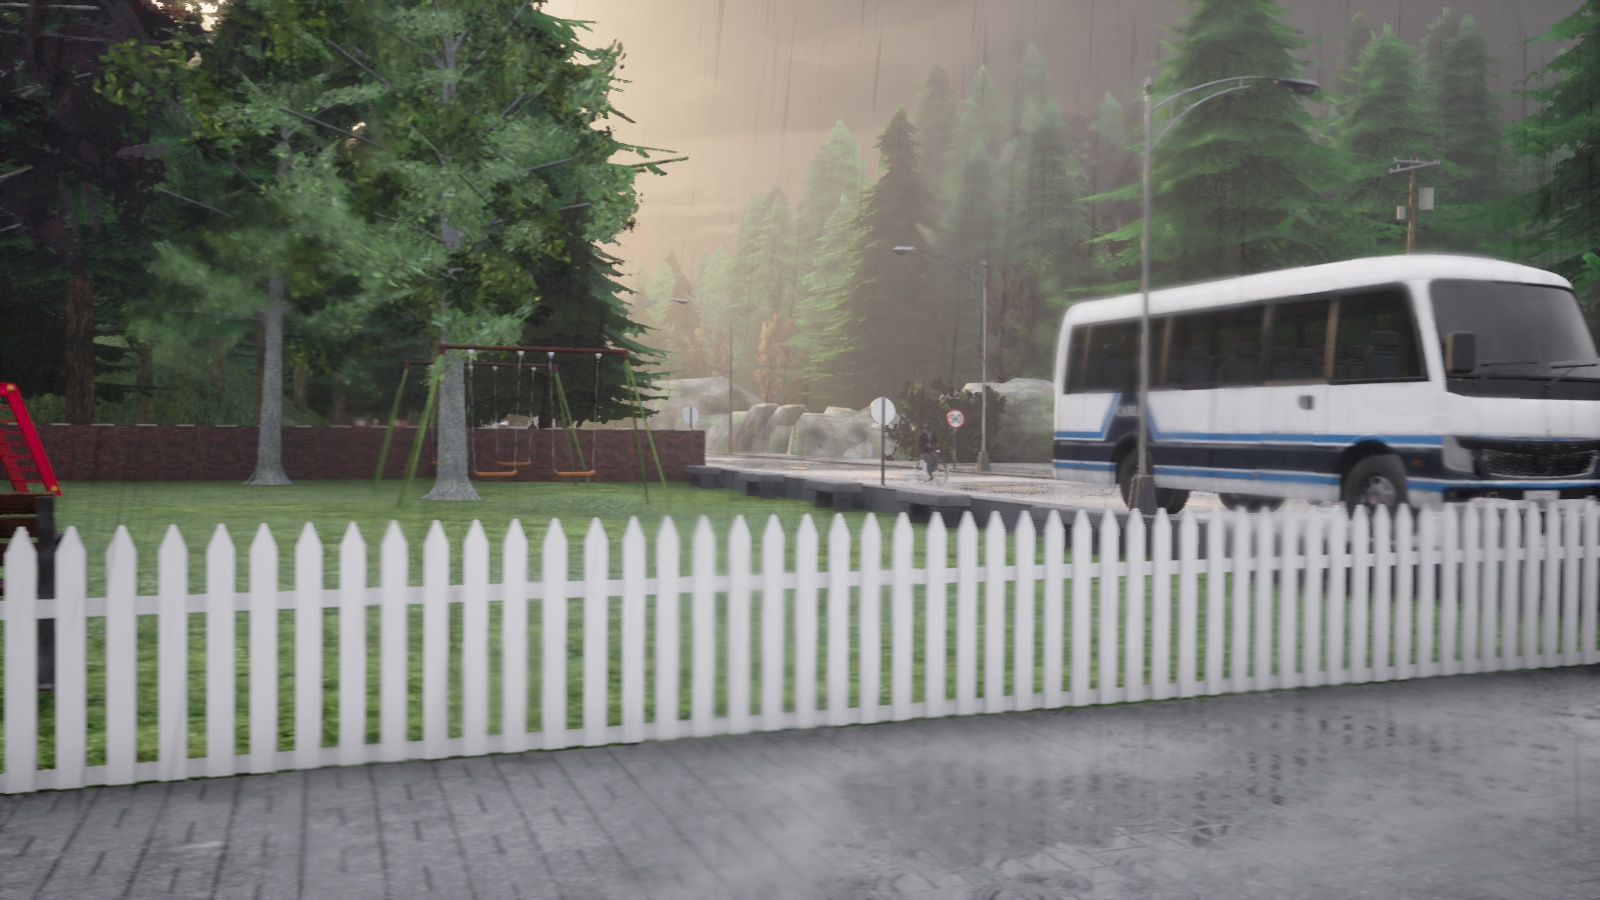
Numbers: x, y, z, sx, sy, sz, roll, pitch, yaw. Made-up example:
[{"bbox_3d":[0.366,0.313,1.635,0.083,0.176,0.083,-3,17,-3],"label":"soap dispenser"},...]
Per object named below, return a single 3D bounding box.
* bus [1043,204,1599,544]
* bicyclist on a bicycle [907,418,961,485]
[{"bbox_3d":[8.582,-1.042,21.210,3.944,4.253,10.273,-1,1,-21],"label":"bus"},{"bbox_3d":[3.649,0.044,34.305,0.659,1.776,1.843,-1,0,-21],"label":"bicyclist on a bicycle"}]
